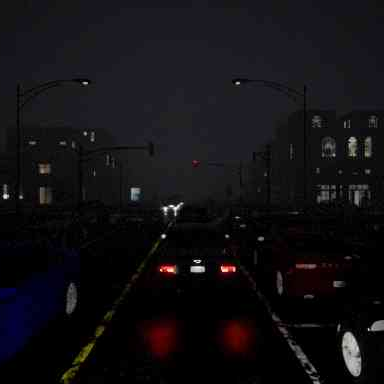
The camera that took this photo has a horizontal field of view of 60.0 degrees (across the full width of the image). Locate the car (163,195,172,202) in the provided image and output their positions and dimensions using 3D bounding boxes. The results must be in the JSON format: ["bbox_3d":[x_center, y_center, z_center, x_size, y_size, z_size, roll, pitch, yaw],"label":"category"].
[{"bbox_3d":[-5.737,1.539,79.515,1.752,1.417,4.829,0,0,0],"label":"car"}]

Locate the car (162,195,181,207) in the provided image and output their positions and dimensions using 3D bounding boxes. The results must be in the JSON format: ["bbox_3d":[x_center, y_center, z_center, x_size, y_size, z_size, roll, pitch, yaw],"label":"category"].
[{"bbox_3d":[-3.141,1.532,51.114,1.812,1.442,4.674,0,0,1],"label":"car"}]

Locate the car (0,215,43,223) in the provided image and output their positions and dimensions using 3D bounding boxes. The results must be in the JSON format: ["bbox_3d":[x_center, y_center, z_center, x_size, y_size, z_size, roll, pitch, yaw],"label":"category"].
[{"bbox_3d":[-5.691,1.441,8.305,1.967,1.590,4.097,0,0,0],"label":"car"}]

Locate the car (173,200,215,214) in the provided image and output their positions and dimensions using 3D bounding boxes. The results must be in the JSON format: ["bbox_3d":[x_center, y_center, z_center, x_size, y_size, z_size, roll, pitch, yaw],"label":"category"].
[{"bbox_3d":[0.087,1.480,19.441,1.882,1.535,5.008,0,0,0],"label":"car"}]

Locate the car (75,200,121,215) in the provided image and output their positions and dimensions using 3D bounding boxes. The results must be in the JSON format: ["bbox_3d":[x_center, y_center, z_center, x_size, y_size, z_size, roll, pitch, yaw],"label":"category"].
[{"bbox_3d":[-9.515,1.498,33.635,4.674,1.442,1.812,1,0,13],"label":"car"}]

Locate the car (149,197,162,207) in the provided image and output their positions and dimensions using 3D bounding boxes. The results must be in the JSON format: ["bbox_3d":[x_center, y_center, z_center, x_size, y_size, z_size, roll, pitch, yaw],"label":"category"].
[{"bbox_3d":[-5.720,1.588,52.075,1.802,1.307,4.206,0,0,0],"label":"car"}]

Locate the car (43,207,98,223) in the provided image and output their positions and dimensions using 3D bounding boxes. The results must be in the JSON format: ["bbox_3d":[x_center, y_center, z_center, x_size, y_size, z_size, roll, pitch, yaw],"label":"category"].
[{"bbox_3d":[-5.696,1.552,13.997,2.008,1.369,4.403,0,0,0],"label":"car"}]

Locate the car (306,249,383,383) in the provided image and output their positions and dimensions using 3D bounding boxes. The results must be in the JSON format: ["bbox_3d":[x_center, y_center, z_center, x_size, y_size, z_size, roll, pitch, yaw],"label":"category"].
[{"bbox_3d":[2.692,1.551,2.601,2.008,1.369,4.403,0,0,0],"label":"car"}]

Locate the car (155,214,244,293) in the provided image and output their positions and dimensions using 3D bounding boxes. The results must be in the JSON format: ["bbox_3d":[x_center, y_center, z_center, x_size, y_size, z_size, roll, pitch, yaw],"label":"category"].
[{"bbox_3d":[0.098,1.548,8.976,2.033,1.411,5.357,0,0,0],"label":"car"}]

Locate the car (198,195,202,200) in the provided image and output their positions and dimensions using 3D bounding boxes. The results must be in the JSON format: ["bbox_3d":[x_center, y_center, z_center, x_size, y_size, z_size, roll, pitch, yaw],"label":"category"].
[{"bbox_3d":[2.654,1.590,63.109,1.802,1.307,4.206,0,0,0],"label":"car"}]

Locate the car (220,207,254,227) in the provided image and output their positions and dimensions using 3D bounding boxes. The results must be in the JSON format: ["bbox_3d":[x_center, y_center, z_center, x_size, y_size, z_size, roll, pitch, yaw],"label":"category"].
[{"bbox_3d":[2.681,1.553,19.677,2.008,1.369,4.403,0,0,0],"label":"car"}]

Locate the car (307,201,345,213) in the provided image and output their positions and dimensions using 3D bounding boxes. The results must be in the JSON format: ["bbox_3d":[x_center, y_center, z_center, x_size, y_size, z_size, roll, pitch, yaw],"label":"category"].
[{"bbox_3d":[14.787,1.653,37.261,4.181,1.385,1.994,0,0,1],"label":"car"}]

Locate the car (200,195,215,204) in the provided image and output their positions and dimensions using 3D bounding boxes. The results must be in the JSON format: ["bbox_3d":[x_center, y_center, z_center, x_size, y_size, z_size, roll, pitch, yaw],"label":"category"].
[{"bbox_3d":[2.661,1.572,52.067,1.947,1.339,4.313,0,0,0],"label":"car"}]

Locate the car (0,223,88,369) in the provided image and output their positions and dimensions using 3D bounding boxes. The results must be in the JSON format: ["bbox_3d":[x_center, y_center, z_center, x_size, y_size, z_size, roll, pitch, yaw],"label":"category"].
[{"bbox_3d":[-3.101,1.478,4.528,1.882,1.535,5.008,0,0,0],"label":"car"}]

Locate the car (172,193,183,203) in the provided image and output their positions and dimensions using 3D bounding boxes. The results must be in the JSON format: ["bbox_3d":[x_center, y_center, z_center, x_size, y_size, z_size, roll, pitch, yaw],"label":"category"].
[{"bbox_3d":[-3.046,1.236,72.122,2.150,2.045,5.566,0,0,0],"label":"car"}]

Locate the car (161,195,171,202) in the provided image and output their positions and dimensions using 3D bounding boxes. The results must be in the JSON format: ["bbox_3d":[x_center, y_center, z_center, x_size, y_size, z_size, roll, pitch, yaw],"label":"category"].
[{"bbox_3d":[-5.733,1.452,74.162,1.967,1.590,4.097,0,0,0],"label":"car"}]

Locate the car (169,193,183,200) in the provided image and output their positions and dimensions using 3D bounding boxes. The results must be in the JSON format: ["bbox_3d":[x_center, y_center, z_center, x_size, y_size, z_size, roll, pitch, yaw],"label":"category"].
[{"bbox_3d":[-3.105,1.500,61.466,2.128,1.511,4.902,0,0,0],"label":"car"}]

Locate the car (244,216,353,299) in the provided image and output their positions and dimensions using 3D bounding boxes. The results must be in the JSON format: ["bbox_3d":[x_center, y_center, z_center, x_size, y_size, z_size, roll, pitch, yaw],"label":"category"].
[{"bbox_3d":[2.688,1.546,8.293,1.887,1.381,4.507,0,0,0],"label":"car"}]

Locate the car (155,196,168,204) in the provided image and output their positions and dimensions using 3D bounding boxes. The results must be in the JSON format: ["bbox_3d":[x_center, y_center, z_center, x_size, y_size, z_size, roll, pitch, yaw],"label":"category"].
[{"bbox_3d":[-5.727,1.559,63.118,2.008,1.369,4.403,0,0,0],"label":"car"}]

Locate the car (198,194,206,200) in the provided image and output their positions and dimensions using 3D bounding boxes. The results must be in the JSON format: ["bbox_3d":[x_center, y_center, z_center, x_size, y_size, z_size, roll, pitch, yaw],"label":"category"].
[{"bbox_3d":[2.637,1.458,90.720,1.967,1.590,4.097,0,0,0],"label":"car"}]

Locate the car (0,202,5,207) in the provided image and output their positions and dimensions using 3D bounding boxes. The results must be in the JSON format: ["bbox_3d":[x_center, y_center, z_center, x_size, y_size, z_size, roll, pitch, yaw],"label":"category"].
[{"bbox_3d":[-25.477,1.447,40.451,4.829,1.417,1.752,0,-1,1],"label":"car"}]
